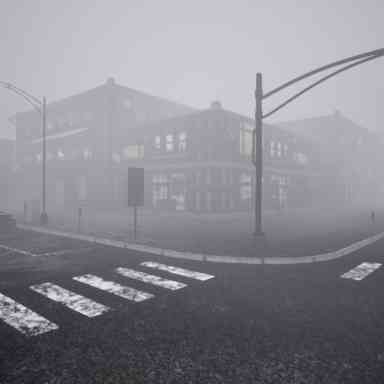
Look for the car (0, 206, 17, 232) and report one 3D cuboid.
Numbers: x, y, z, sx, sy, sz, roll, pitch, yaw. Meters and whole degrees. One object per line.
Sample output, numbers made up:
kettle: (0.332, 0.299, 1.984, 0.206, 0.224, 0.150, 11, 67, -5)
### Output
car: (-10.441, 1.338, 16.990, 4.206, 1.307, 1.802, 1, 0, 40)
